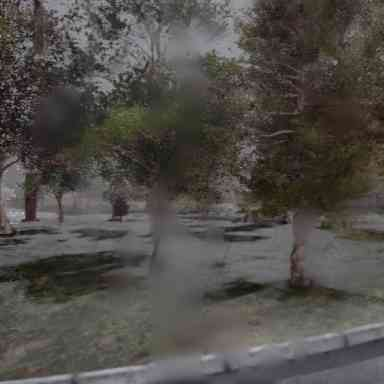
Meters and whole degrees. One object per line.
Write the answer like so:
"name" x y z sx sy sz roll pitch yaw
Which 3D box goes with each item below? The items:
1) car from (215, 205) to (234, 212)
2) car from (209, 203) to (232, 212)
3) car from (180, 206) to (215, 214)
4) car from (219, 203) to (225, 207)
"car" 8.047 4.097 83.088 4.553 1.767 2.185 0 -3 4
"car" 6.892 3.815 80.388 5.566 2.045 2.435 0 -3 4
"car" 0.529 2.571 50.204 4.902 1.511 2.128 -3 -4 16
"car" 4.459 3.752 74.940 4.892 1.521 2.231 0 -3 3
